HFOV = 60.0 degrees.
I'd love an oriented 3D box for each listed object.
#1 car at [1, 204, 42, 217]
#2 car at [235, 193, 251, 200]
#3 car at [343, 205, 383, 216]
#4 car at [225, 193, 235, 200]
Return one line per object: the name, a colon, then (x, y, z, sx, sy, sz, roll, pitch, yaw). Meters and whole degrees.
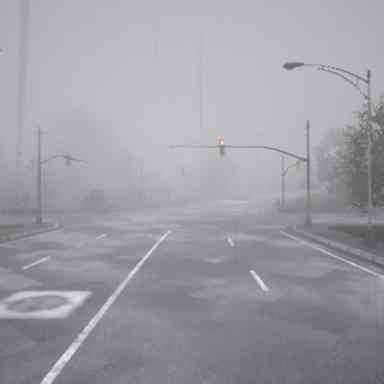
car: (-20.820, 2.190, 40.642, 4.674, 1.442, 1.812, -2, -1, 3)
car: (12.621, 1.273, 80.201, 1.895, 1.301, 4.718, 0, 3, 28)
car: (19.666, 1.936, 38.255, 4.181, 1.385, 1.994, -1, -1, 3)
car: (9.697, 1.041, 82.140, 2.097, 1.767, 4.553, 0, 3, 28)
